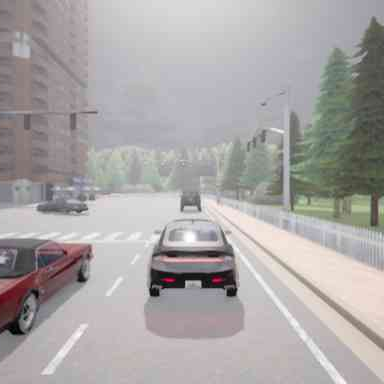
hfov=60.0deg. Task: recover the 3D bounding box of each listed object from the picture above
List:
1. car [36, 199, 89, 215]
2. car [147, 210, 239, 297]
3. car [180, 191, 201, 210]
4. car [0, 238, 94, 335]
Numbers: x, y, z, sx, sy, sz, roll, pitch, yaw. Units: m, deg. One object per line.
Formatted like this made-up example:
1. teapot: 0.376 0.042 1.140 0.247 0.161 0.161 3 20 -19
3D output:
1. car: -12.334 1.354 31.545 5.357 1.411 2.033 0 0 27
2. car: 0.021 1.429 8.395 2.128 1.511 4.902 0 0 0
3. car: -0.148 0.946 36.824 2.150 2.045 5.566 0 -1 0
4. car: -3.452 1.552 6.546 1.895 1.301 4.718 0 0 0
